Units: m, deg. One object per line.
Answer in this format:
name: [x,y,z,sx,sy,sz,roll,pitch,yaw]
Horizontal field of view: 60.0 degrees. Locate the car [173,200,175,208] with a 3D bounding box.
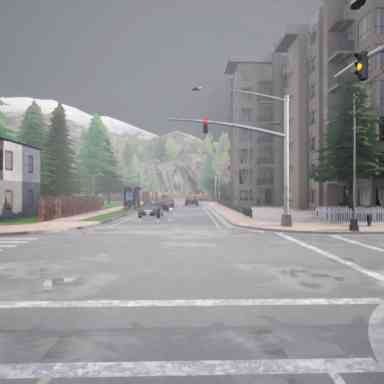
car: [-3.630,1.563,49.071,1.994,1.385,4.181,0,0,0]

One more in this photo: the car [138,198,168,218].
car: [-3.627,1.491,29.818,2.128,1.511,4.902,0,0,0]

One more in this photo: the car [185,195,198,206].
car: [-0.064,1.351,54.222,2.097,1.767,4.553,0,0,0]

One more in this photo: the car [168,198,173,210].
car: [-3.636,1.600,39.048,1.895,1.301,4.718,0,0,0]
